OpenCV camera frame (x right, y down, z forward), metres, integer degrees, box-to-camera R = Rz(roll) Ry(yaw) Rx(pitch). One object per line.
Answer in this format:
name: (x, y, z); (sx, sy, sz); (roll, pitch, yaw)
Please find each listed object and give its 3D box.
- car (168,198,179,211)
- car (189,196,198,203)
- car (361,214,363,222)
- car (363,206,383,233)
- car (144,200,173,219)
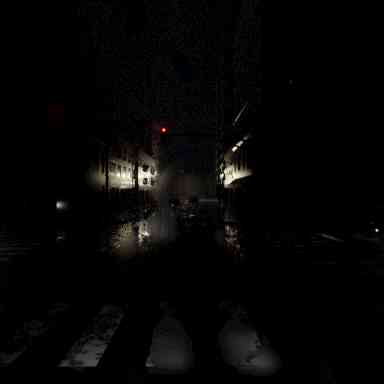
car: (-2.977, 1.617, 40.246); (1.895, 1.301, 4.718); (0, 0, 0)
car: (0.292, 1.546, 71.045); (1.882, 1.535, 5.008); (0, 0, 0)
car: (12.139, 1.123, 18.322); (5.009, 1.841, 2.192); (-1, 1, 0)
car: (11.367, 1.383, 15.669); (5.357, 1.411, 2.033); (-1, 0, 0)
car: (-3.013, 1.606, 29.149); (1.895, 1.301, 4.718); (0, 0, 0)
